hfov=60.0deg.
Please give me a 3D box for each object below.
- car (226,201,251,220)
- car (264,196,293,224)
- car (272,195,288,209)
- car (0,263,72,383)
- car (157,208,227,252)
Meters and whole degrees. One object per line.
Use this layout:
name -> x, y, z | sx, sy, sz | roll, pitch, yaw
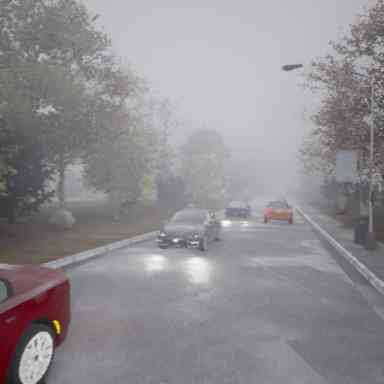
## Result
car -> 4.192, 1.527, 29.692 | 1.882, 1.535, 5.008 | 2, 1, 15
car -> 7.008, 1.494, 26.919 | 2.097, 1.767, 4.553 | 2, 0, 15
car -> 13.175, 1.430, 49.917 | 2.097, 1.767, 4.553 | 2, 1, 15
car -> -2.936, 1.391, 2.513 | 1.882, 1.535, 5.008 | 2, 0, 13
car -> 0.039, 1.501, 14.256 | 1.837, 1.490, 4.892 | 2, 0, 15
